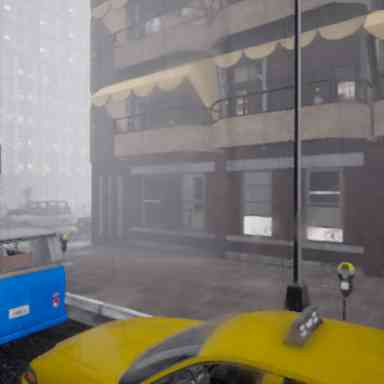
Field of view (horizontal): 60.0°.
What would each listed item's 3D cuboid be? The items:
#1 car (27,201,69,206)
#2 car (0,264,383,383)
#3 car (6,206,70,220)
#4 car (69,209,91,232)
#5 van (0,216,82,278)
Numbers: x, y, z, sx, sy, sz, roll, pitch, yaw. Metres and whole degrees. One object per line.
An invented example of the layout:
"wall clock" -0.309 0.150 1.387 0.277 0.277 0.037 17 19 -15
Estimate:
"car" -12.297 1.652 27.061 2.192 1.841 5.009 0 0 36
"car" 0.568 1.536 2.456 4.829 1.417 1.752 -1 0 36
"car" -11.083 1.935 24.306 1.895 1.301 4.718 0 0 36
"car" -5.505 1.897 22.151 1.887 1.381 4.507 0 0 36
"van" -3.857 1.416 5.609 3.998 1.788 1.690 -1 0 36
